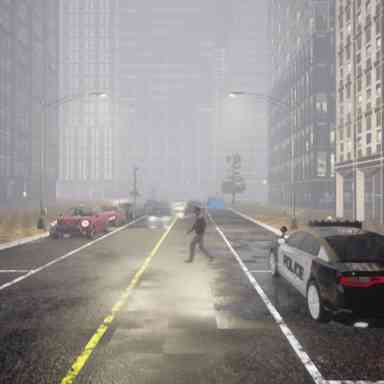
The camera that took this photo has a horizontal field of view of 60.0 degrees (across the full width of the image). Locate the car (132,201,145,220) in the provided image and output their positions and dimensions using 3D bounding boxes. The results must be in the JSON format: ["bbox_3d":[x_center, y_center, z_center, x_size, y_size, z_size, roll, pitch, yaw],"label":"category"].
[{"bbox_3d":[-5.526,1.563,28.174,1.947,1.339,4.313,1,0,0],"label":"car"}]

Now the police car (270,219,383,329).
[{"bbox_3d":[3.039,1.425,7.282,1.930,1.638,5.238,0,0,0],"label":"police car"}]

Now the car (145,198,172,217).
[{"bbox_3d":[-2.924,1.560,31.433,1.994,1.385,4.181,0,0,0],"label":"car"}]

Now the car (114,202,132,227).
[{"bbox_3d":[-5.557,1.579,22.532,1.802,1.307,4.206,1,0,0],"label":"car"}]

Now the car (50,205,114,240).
[{"bbox_3d":[-5.588,1.438,16.889,1.967,1.590,4.097,1,0,0],"label":"car"}]

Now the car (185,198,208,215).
[{"bbox_3d":[0.277,1.559,33.499,1.994,1.385,4.181,0,0,0],"label":"car"}]

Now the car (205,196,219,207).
[{"bbox_3d":[2.983,1.431,50.689,1.967,1.590,4.097,1,0,0],"label":"car"}]

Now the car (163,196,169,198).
[{"bbox_3d":[-5.432,1.536,67.671,2.008,1.369,4.403,1,0,0],"label":"car"}]

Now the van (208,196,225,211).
[{"bbox_3d":[2.921,1.336,39.406,1.690,1.788,3.998,1,0,0],"label":"van"}]

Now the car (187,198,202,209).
[{"bbox_3d":[0.325,1.557,45.460,1.994,1.385,4.181,0,0,1],"label":"car"}]

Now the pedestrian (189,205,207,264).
[{"bbox_3d":[0.184,1.293,10.317,0.375,1.860,0.375,1,-1,0],"label":"pedestrian"}]
